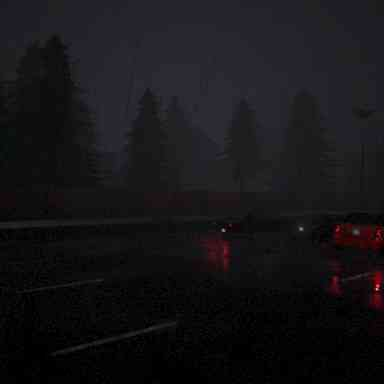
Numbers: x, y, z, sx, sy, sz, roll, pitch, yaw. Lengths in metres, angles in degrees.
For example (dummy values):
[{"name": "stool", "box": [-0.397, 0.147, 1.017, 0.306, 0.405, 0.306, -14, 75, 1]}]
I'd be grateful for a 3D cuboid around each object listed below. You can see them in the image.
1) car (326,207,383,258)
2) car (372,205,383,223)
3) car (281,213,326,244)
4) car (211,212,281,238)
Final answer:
[{"name": "car", "box": [7.864, 1.557, 13.653, 4.553, 1.767, 2.097, 1, -1, -35]}, {"name": "car", "box": [18.344, 1.940, 29.716, 5.008, 1.535, 1.882, 1, -1, -35]}, {"name": "car", "box": [6.925, 1.788, 17.281, 4.181, 1.385, 1.994, 1, -1, -35]}, {"name": "car", "box": [3.495, 1.800, 19.134, 4.718, 1.301, 1.895, 1, -1, -35]}]
